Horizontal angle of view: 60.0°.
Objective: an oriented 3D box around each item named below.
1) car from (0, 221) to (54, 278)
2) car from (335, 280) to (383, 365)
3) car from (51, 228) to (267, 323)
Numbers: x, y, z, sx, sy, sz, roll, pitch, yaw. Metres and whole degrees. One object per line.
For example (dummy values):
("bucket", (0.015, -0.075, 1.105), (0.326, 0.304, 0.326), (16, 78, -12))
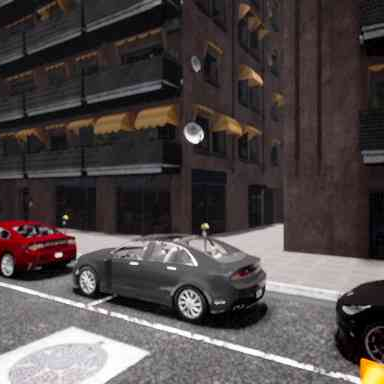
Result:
("car", (-5.426, 1.540, 10.023), (4.507, 1.381, 1.887), (0, 0, 32))
("car", (4.105, 1.565, 4.025), (4.313, 1.339, 1.947), (0, 0, 32))
("car", (-0.661, 1.548, 7.024), (4.403, 1.369, 2.008), (0, 0, 32))
